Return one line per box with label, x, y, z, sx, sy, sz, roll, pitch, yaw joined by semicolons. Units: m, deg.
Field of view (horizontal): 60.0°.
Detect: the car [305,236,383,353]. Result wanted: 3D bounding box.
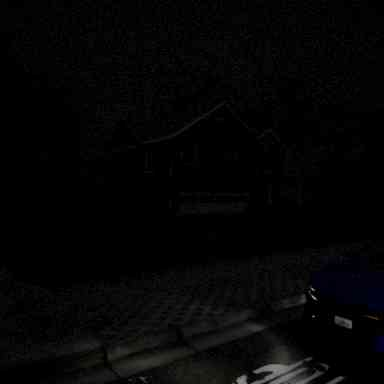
car;4.100;1.518;5.984;5.008;1.535;1.882;0;0;-35
